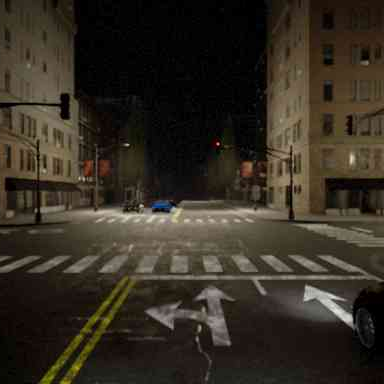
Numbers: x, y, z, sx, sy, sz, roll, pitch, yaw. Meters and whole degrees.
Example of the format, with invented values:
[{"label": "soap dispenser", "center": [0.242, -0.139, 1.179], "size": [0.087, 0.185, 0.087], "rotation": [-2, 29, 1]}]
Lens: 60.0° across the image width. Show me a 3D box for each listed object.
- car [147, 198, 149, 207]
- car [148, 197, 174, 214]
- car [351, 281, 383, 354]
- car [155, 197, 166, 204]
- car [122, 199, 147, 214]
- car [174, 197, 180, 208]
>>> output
[{"label": "car", "center": [-6.560, 1.699, 53.611], "size": [1.882, 1.535, 5.008], "rotation": [0, 0, 0]}, {"label": "car", "center": [-3.340, 1.633, 37.174], "size": [1.882, 1.535, 5.008], "rotation": [0, 0, 0]}, {"label": "car", "center": [3.351, 1.541, 3.189], "size": [1.812, 1.442, 4.674], "rotation": [0, 0, 0]}, {"label": "car", "center": [-6.496, 1.819, 69.017], "size": [1.994, 1.385, 4.181], "rotation": [0, 0, 0]}, {"label": "car", "center": [-6.589, 1.661, 37.463], "size": [1.837, 1.490, 4.892], "rotation": [0, 0, 0]}, {"label": "car", "center": [-3.311, 1.819, 52.764], "size": [1.895, 1.301, 4.718], "rotation": [0, 0, 0]}]
